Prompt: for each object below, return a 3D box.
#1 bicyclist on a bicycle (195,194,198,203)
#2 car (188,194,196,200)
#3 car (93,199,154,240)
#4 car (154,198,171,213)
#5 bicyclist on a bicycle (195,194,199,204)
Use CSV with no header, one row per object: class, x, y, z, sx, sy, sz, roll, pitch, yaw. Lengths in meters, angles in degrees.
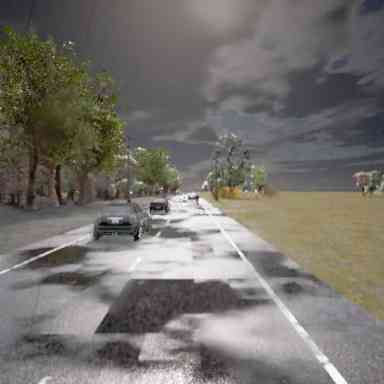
bicyclist on a bicycle,0.964,1.282,66.370,0.582,1.620,1.656,0,0,0
car,0.004,1.338,83.028,1.994,1.385,4.181,0,0,0
car,-3.401,1.308,16.856,2.097,1.767,4.553,0,0,0
car,-3.402,1.384,35.892,1.882,1.535,5.008,0,0,0
bicyclist on a bicycle,0.964,1.222,57.558,0.659,1.776,1.843,0,0,0
